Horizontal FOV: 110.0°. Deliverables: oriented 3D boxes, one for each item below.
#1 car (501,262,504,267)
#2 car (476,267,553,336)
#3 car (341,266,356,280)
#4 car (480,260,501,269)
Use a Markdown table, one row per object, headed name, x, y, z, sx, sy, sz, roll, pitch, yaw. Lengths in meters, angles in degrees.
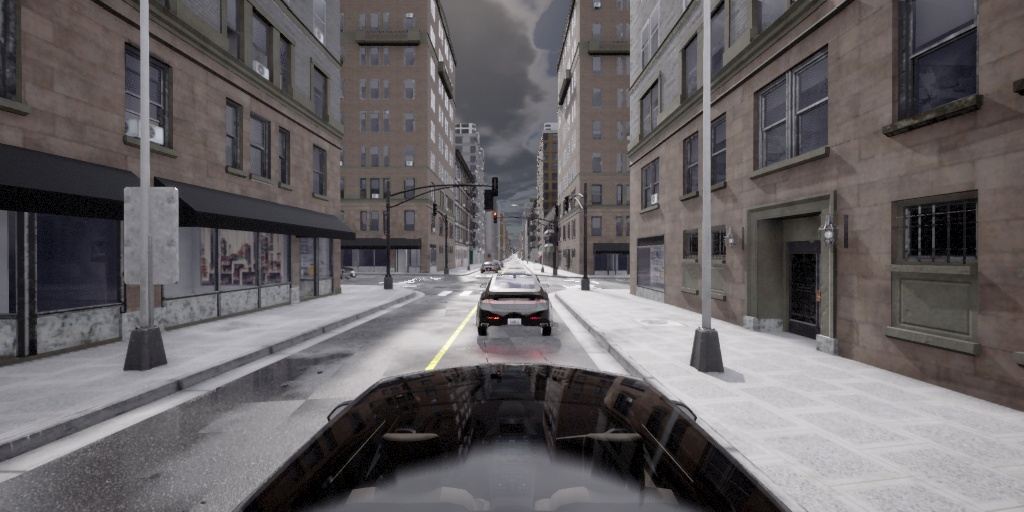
| name | x | y | z | sx | sy | sz | roll | pitch | yaw |
| --- | --- | --- | --- | --- | --- | --- | --- | --- | --- |
| car | -2.617 | 1.334 | 53.988 | 1.837 | 1.490 | 4.892 | 0 | 0 | 0 |
| car | 0.076 | 1.243 | 10.380 | 2.128 | 1.511 | 4.902 | 0 | 0 | 1 |
| car | -14.040 | 1.079 | 26.287 | 4.902 | 1.511 | 2.128 | 1 | 0 | 0 |
| car | -2.713 | 1.372 | 44.035 | 1.994 | 1.385 | 4.181 | 0 | 0 | 1 |
